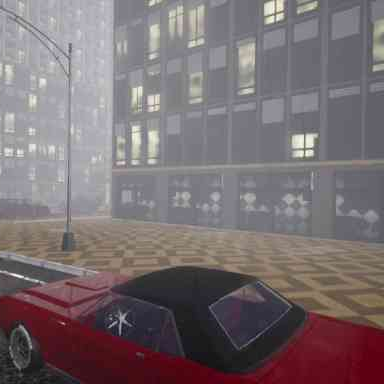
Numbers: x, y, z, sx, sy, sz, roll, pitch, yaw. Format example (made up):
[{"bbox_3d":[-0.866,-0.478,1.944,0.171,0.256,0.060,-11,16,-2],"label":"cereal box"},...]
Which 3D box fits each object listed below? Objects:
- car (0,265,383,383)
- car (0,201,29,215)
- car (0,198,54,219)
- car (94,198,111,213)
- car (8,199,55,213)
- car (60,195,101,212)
[{"bbox_3d":[-0.351,1.600,3.939,4.718,1.301,1.895,0,0,36],"label":"car"},{"bbox_3d":[-20.160,1.662,34.546,2.033,1.411,5.357,1,0,37],"label":"car"},{"bbox_3d":[-15.765,1.519,30.761,2.192,1.841,5.009,1,0,37],"label":"car"},{"bbox_3d":[-8.948,1.829,39.958,1.752,1.417,4.829,1,0,37],"label":"car"},{"bbox_3d":[-19.243,1.642,40.143,1.752,1.417,4.829,1,0,37],"label":"car"},{"bbox_3d":[-14.085,1.425,42.723,2.150,2.045,5.566,1,0,37],"label":"car"}]
